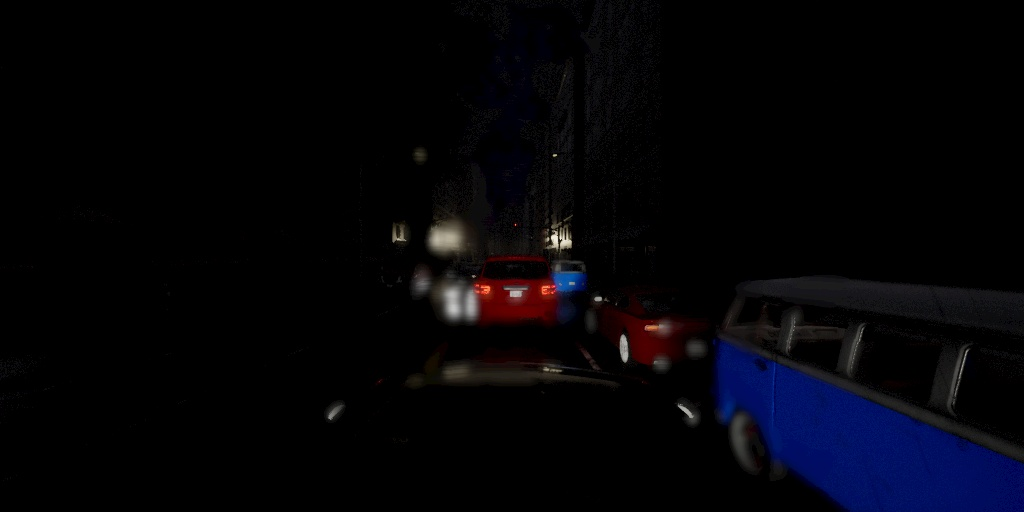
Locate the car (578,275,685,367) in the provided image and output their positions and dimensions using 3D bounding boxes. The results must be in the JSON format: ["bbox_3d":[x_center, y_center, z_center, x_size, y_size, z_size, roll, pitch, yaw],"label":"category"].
[{"bbox_3d":[2.867,1.294,7.768,1.888,1.381,4.507,0,0,0],"label":"car"}]

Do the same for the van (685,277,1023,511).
[{"bbox_3d":[2.856,1.091,2.107,1.690,1.789,3.998,0,0,0],"label":"van"}]

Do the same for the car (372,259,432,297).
[{"bbox_3d":[-5.635,1.060,19.066,2.192,1.841,5.009,0,0,0],"label":"car"}]

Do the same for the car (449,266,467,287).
[{"bbox_3d":[-3.008,1.343,24.224,1.895,1.301,4.718,0,0,1],"label":"car"}]

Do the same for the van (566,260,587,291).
[{"bbox_3d":[2.890,1.086,19.089,1.690,1.789,3.998,0,0,0],"label":"van"}]

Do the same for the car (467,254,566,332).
[{"bbox_3d":[0.119,0.970,10.991,2.150,2.045,5.566,0,0,0],"label":"car"}]
